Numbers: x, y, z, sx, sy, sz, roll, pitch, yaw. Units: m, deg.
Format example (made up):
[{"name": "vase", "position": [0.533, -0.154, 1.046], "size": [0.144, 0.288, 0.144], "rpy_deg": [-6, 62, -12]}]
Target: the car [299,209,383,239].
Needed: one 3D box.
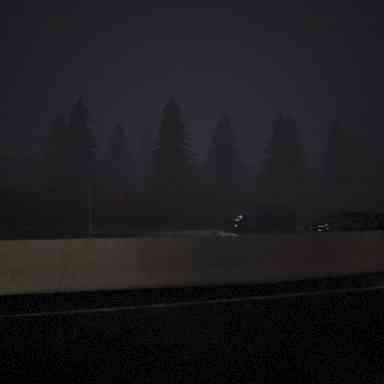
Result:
[{"name": "car", "position": [8.780, 1.768, 19.251], "size": [4.892, 1.490, 1.837], "rpy_deg": [1, 0, -22]}]

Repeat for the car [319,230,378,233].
[{"name": "car", "position": [8.497, 1.713, 15.404], "size": [4.902, 1.511, 2.128], "rpy_deg": [1, -1, -21]}]
